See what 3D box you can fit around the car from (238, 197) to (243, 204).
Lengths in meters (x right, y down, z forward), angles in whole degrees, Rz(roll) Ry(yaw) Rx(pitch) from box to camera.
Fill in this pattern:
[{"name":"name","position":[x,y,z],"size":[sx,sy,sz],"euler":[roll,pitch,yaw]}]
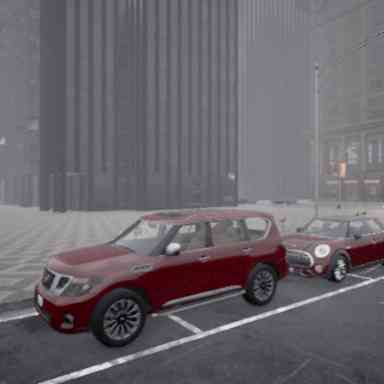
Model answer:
[{"name":"car","position":[7.351,1.896,66.610],"size":[1.812,1.442,4.674],"euler":[0,-1,-35]}]

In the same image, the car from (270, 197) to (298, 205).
[{"name":"car","position":[17.335,1.890,63.789],"size":[1.895,1.301,4.718],"euler":[0,-1,-35]}]

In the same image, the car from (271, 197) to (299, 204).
[{"name":"car","position":[18.797,1.718,67.343],"size":[2.033,1.411,5.357],"euler":[0,-1,-35]}]

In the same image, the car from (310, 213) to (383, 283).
[{"name":"car","position":[4.078,1.416,9.559],"size":[4.097,1.590,1.967],"euler":[0,0,-36]}]

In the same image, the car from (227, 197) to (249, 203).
[{"name":"car","position":[10.840,1.802,78.558],"size":[2.033,1.411,5.357],"euler":[0,0,-35]}]

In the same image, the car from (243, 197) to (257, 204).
[{"name":"car","position":[10.930,1.816,67.187],"size":[1.882,1.535,5.008],"euler":[0,-1,-35]}]

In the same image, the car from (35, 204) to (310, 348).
[{"name":"car","position":[-0.237,1.307,6.478],"size":[5.009,1.841,2.192],"euler":[0,0,-36]}]
